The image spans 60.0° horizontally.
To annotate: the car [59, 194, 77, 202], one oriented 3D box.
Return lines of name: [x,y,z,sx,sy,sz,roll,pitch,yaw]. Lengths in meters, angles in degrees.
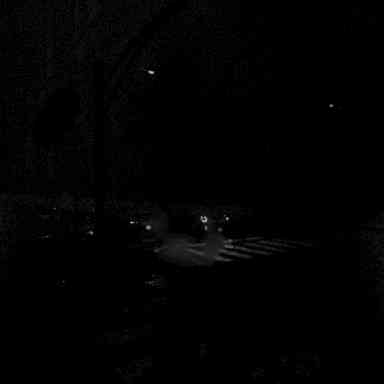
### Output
car: [-24.192,1.103,64.781,1.882,1.535,5.008,0,1,-36]

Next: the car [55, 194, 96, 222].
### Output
car: [-8.966,1.312,26.335,2.097,1.767,4.553,0,1,-36]

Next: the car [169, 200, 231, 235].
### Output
car: [0.139,1.395,19.262,2.097,1.767,4.553,0,1,-37]

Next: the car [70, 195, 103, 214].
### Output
car: [-11.180,1.238,35.037,2.097,1.767,4.553,0,1,-36]

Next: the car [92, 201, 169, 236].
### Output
car: [-3.614,1.526,18.838,2.128,1.511,4.902,0,1,-36]

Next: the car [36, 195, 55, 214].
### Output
car: [-14.849,1.384,34.589,1.837,1.490,4.892,0,1,-35]
